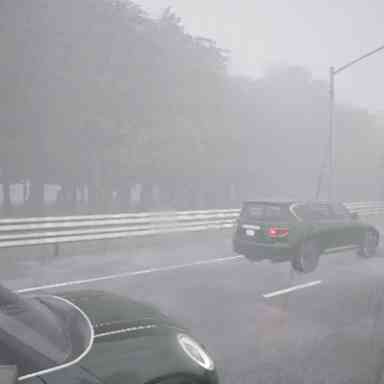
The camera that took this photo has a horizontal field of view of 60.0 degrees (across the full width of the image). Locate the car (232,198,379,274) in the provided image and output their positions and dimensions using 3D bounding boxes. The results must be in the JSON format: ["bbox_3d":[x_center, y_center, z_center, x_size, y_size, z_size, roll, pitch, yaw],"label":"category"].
[{"bbox_3d":[3.797,1.198,10.753,5.566,2.045,2.150,0,0,-36],"label":"car"}]

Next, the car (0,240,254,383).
[{"bbox_3d":[-1.956,1.353,2.351,4.553,1.767,2.097,0,0,-36],"label":"car"}]
